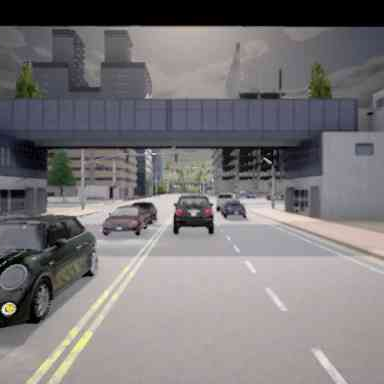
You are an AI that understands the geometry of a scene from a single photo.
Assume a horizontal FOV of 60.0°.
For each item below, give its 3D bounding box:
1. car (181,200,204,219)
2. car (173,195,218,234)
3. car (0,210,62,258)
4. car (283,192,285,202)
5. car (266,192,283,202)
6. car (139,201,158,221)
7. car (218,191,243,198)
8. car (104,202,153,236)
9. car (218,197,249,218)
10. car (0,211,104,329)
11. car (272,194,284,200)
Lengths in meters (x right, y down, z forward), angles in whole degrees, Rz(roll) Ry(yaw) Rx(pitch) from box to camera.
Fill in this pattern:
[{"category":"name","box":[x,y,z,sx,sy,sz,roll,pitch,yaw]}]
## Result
[{"category":"car","box":[0.056,1.458,28.759,1.812,1.442,4.674,0,0,0]},{"category":"car","box":[0.087,1.177,19.058,2.150,2.045,5.566,0,0,0]},{"category":"car","box":[-7.058,1.535,13.404,1.994,1.385,4.181,0,0,1]},{"category":"car","box":[19.480,0.993,68.337,1.905,1.878,3.866,0,0,0]},{"category":"car","box":[16.586,0.990,68.380,1.932,1.855,4.605,0,0,0]},{"category":"car","box":[-3.567,1.449,24.170,1.837,1.490,4.892,0,0,0]},{"category":"car","box":[4.318,1.131,39.311,2.150,2.045,5.566,0,0,16]},{"category":"car","box":[-3.512,1.483,18.389,1.812,1.442,4.674,0,0,0]},{"category":"car","box":[3.553,1.458,28.808,1.812,1.442,4.674,0,0,0]},{"category":"car","box":[-3.601,1.336,7.123,2.097,1.767,4.553,0,0,0]},{"category":"car","box":[22.117,1.190,85.815,1.970,1.475,3.806,0,0,0]}]
